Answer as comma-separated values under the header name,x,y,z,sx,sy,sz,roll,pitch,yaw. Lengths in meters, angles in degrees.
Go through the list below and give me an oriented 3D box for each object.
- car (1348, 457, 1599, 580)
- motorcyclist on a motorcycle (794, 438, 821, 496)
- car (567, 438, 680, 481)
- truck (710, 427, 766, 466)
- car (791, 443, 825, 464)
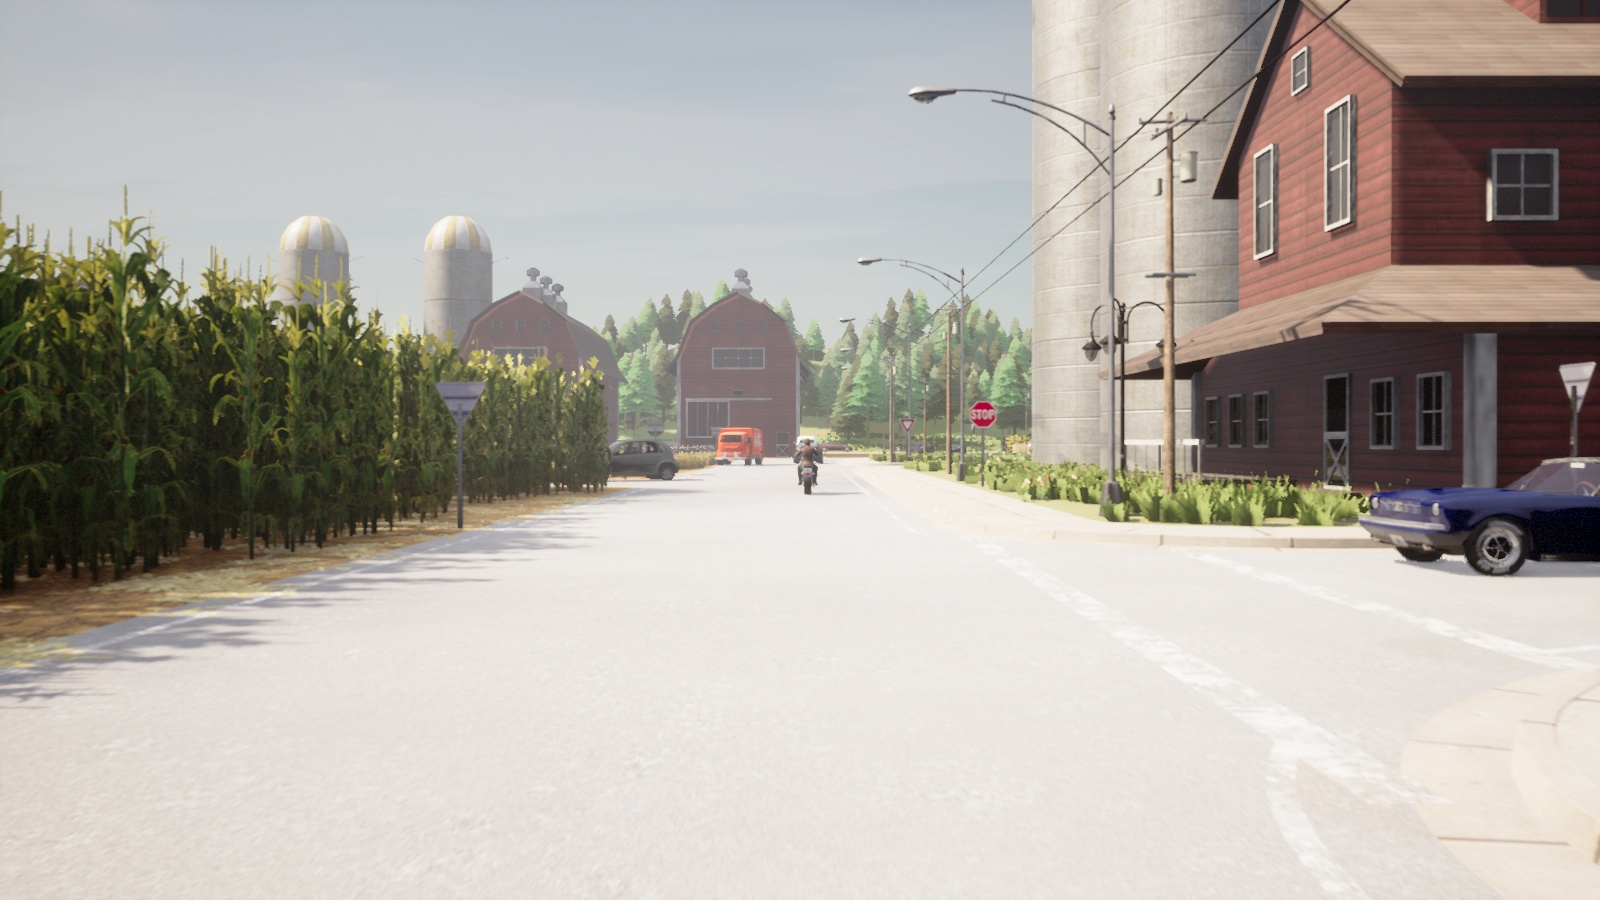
name,x,y,z,sx,sy,sz,roll,pitch,yaw
car,9.070,0.742,14.418,4.718,1.301,1.895,0,0,0
motorcyclist on a motorcycle,0.222,0.481,36.503,0.766,1.649,2.350,0,0,0
car,-6.888,0.349,49.074,3.988,1.617,1.851,0,0,-25
truck,-4.005,-0.231,82.211,2.627,2.467,5.204,0,0,9
car,0.556,0.218,89.453,2.163,1.488,4.792,0,0,-3
